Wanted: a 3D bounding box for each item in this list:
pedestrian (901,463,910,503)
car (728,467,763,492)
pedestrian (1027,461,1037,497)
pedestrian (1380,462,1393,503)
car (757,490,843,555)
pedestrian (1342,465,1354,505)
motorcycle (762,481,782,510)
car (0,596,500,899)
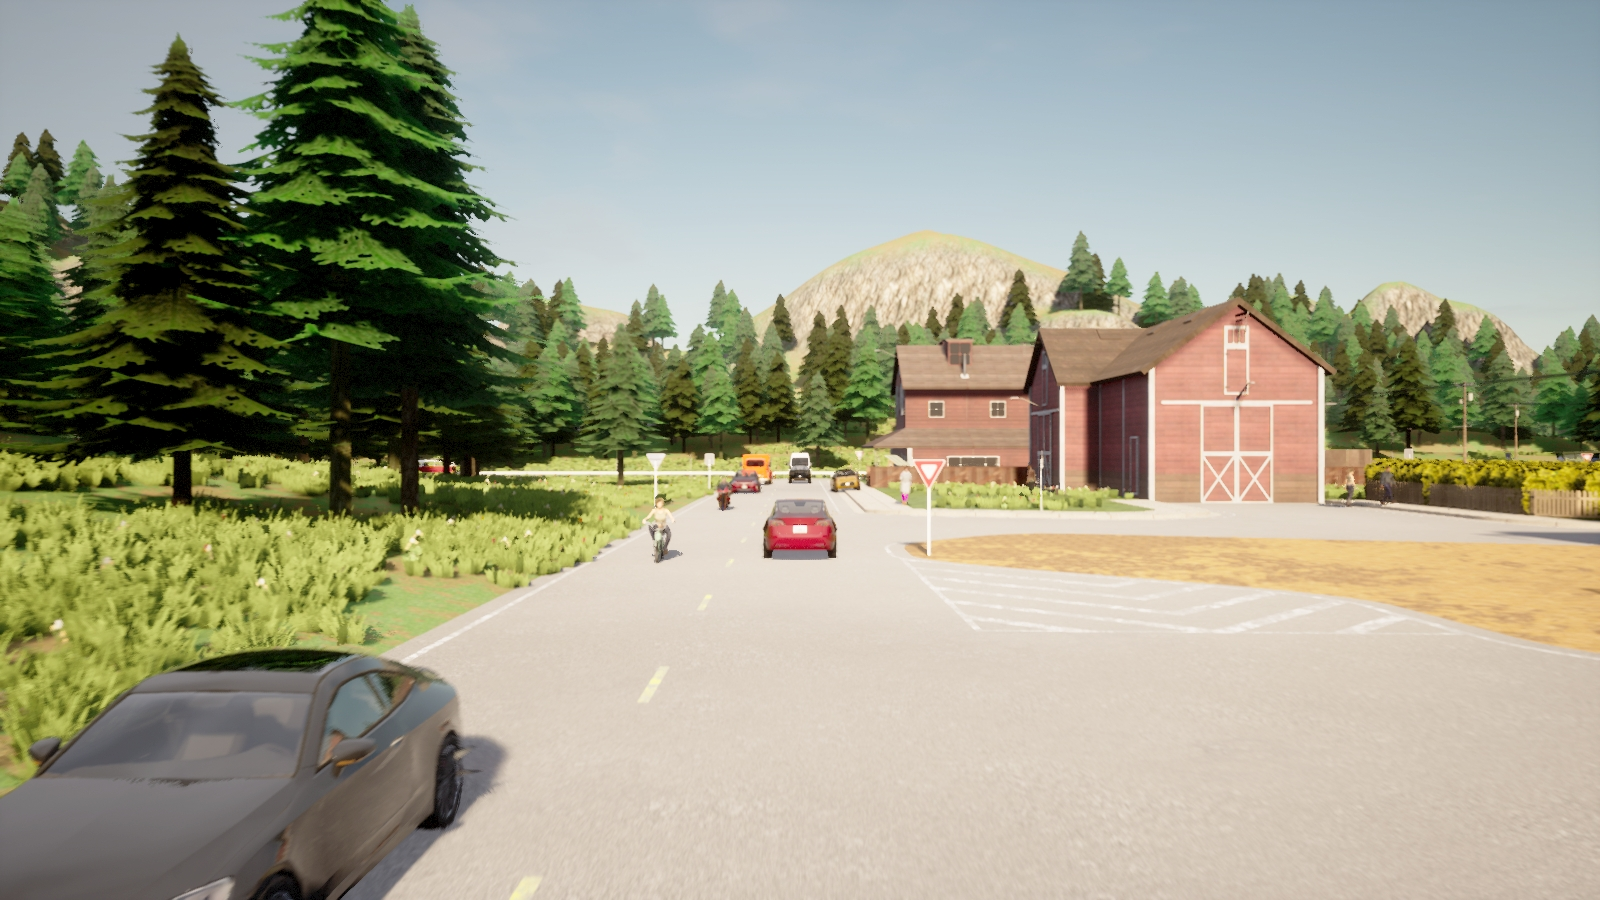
[{"bbox_3d":[5.008,1.556,54.211,0.375,1.860,0.375,0,0,0],"label":"pedestrian"},{"bbox_3d":[-3.499,1.900,74.098,2.007,1.525,4.514,0,0,0],"label":"car"},{"bbox_3d":[12.039,1.499,59.234,0.375,1.860,0.375,0,0,-39],"label":"pedestrian"},{"bbox_3d":[26.800,1.466,52.178,0.375,1.860,0.375,0,0,-18],"label":"pedestrian"},{"bbox_3d":[0.001,1.923,31.338,2.163,1.488,4.792,0,0,0],"label":"car"},{"bbox_3d":[25.636,1.617,53.434,0.375,1.860,0.375,0,0,-8],"label":"pedestrian"},{"bbox_3d":[-1.300,2.065,52.760,0.867,1.251,2.209,0,0,0],"label":"motorcycle"},{"bbox_3d":[-3.500,1.941,7.193,2.002,1.442,4.674,0,0,0],"label":"car"}]
